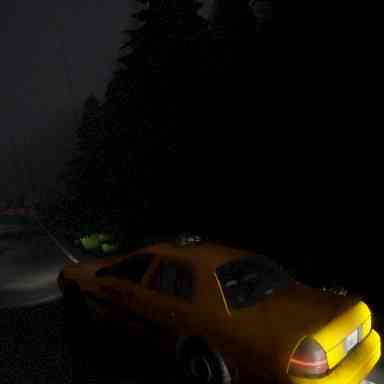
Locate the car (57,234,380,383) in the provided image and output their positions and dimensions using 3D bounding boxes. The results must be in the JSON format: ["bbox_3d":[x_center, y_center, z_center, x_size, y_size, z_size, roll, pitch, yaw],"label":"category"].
[{"bbox_3d":[-0.251,1.418,5.080,5.366,1.575,1.801,1,1,44],"label":"car"}]

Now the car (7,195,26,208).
[{"bbox_3d":[-21.129,1.060,40.057,2.128,1.511,4.902,-2,2,-26],"label":"car"}]
